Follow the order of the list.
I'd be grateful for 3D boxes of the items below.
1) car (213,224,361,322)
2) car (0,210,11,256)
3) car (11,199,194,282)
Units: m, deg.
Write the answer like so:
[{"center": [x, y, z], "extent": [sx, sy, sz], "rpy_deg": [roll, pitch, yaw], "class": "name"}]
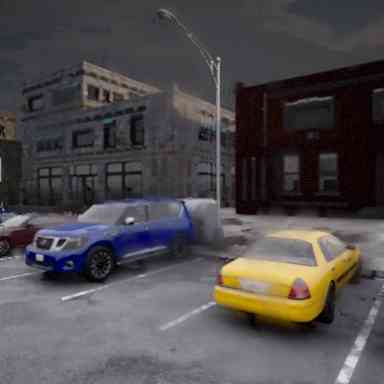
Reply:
[{"center": [2.472, 1.486, 7.416], "extent": [1.946, 1.575, 5.366], "rpy_deg": [0, 0, 35], "class": "car"}, {"center": [-6.618, 1.588, 13.659], "extent": [2.002, 1.452, 4.674], "rpy_deg": [0, 0, 35], "class": "car"}, {"center": [-2.144, 1.264, 10.438], "extent": [2.435, 2.045, 5.566], "rpy_deg": [0, 0, 35], "class": "car"}]
